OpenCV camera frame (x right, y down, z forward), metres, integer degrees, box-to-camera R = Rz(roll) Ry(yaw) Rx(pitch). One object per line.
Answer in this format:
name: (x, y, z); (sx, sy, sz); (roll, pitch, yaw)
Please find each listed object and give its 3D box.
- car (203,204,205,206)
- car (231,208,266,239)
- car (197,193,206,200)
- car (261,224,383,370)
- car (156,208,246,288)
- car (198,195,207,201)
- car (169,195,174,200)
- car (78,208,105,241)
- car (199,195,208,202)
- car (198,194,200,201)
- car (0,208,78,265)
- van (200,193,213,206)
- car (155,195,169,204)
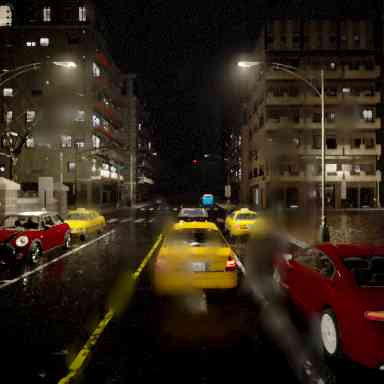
car: (0.079, 1.603, 19.652); (1.895, 1.301, 4.718); (0, 0, 0)
car: (2.673, 1.527, 17.197); (1.752, 1.417, 4.829); (1, 0, 0)
car: (2.575, 1.249, 89.045); (2.192, 1.841, 5.009); (1, 0, 0)
car: (2.689, 1.546, 5.793); (1.887, 1.381, 4.507); (1, 0, 0)
car: (0.086, 1.458, 9.163); (1.801, 1.575, 5.366); (0, 0, 0)
car: (2.580, 1.494, 83.374); (2.008, 1.369, 4.403); (1, 0, 0)
car: (-5.809, 1.516, 89.091); (1.802, 1.307, 4.206); (1, 0, 0)
car: (-5.706, 1.528, 16.862); (1.752, 1.417, 4.829); (1, 0, 0)
car: (2.588, 1.503, 77.703); (2.008, 1.369, 4.403); (1, 0, 0)
car: (2.611, 1.519, 60.691); (1.887, 1.381, 4.507); (1, 0, 0)
car: (-5.698, 1.442, 11.417); (1.967, 1.590, 4.097); (1, 0, 0)
van: (2.622, 1.321, 55.019); (1.690, 1.788, 3.998); (1, 0, 0)
car: (-5.769, 1.556, 60.736); (1.802, 1.307, 4.206); (1, 0, 0)
